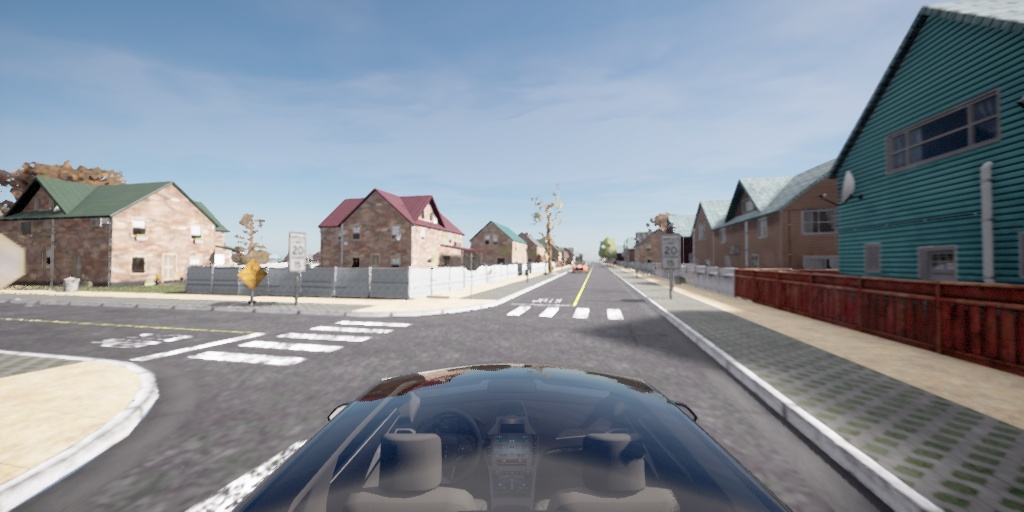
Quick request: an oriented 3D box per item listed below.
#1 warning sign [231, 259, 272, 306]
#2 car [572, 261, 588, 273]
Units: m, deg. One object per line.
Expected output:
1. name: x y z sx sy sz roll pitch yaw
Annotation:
1. warning sign: -10.516 1.031 14.488 1.060 1.860 1.300 0 0 13
2. car: 10.050 1.609 52.999 2.097 1.767 4.553 0 0 14
